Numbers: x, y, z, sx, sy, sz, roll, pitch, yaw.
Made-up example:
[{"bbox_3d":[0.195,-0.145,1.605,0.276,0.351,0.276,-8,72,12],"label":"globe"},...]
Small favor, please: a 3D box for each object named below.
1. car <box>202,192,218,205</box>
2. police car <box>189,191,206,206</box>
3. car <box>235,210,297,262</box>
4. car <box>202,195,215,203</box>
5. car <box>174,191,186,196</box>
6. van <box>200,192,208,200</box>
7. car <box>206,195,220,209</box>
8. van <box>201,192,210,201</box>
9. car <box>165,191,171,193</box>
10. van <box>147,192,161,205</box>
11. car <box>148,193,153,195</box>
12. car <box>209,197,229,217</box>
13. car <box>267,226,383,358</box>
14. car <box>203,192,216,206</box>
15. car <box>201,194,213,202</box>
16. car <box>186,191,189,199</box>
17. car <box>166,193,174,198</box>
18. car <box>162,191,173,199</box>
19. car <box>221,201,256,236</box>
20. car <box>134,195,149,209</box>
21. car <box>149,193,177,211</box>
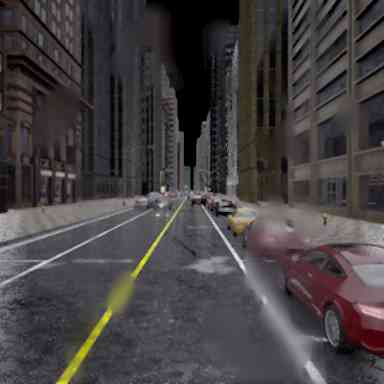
[{"bbox_3d":[2.706,0.959,50.741,2.192,1.841,5.009,0,0,0],"label":"car"},{"bbox_3d":[0.848,1.097,46.672,1.930,1.638,5.238,0,0,0],"label":"police car"},{"bbox_3d":[2.750,1.497,11.412,1.802,1.307,4.206,0,0,0],"label":"car"},{"bbox_3d":[2.700,1.172,56.362,1.947,1.339,4.313,0,0,0],"label":"car"},{"bbox_3d":[-3.087,0.715,78.397,2.128,1.511,4.902,0,0,0],"label":"car"},{"bbox_3d":[2.681,0.834,73.216,1.690,1.788,3.998,0,0,0],"label":"van"},{"bbox_3d":[2.725,1.304,33.887,1.887,1.381,4.507,0,0,0],"label":"car"},{"bbox_3d":[2.687,0.871,67.598,1.690,1.788,3.998,0,0,0],"label":"van"},{"bbox_3d":[-5.844,1.076,73.190,1.802,1.307,4.206,0,0,0],"label":"car"},{"bbox_3d":[-5.819,0.985,50.716,1.690,1.788,3.998,0,0,0],"label":"van"},{"bbox_3d":[-5.813,1.249,45.099,1.947,1.339,4.313,0,0,0],"label":"car"},{"bbox_3d":[2.731,1.363,28.268,1.947,1.339,4.313,0,0,0],"label":"car"},{"bbox_3d":[2.756,1.538,5.794,1.802,1.307,4.206,0,0,0],"label":"car"},{"bbox_3d":[2.718,1.161,39.505,1.967,1.590,4.097,0,0,0],"label":"car"},{"bbox_3d":[2.694,1.119,61.980,2.008,1.369,4.403,0,0,0],"label":"car"},{"bbox_3d":[-0.089,0.975,80.460,1.994,1.385,4.181,0,0,0],"label":"car"},{"bbox_3d":[-5.863,0.928,90.045,1.887,1.381,4.507,0,0,0],"label":"car"},{"bbox_3d":[-5.850,0.772,78.807,2.192,1.841,5.009,0,0,0],"label":"car"},{"bbox_3d":[2.743,1.399,17.200,1.752,1.417,4.829,0,0,0],"label":"car"},{"bbox_3d":[-5.807,1.303,39.481,1.802,1.307,4.206,0,0,0],"label":"car"},{"bbox_3d":[-3.134,1.231,36.843,2.128,1.511,4.902,0,0,0],"label":"car"}]
